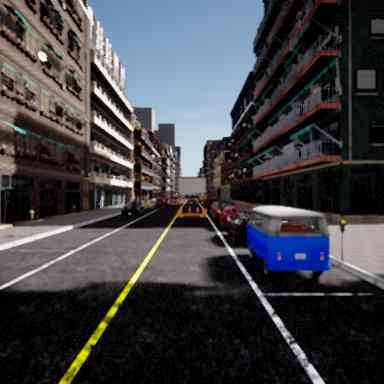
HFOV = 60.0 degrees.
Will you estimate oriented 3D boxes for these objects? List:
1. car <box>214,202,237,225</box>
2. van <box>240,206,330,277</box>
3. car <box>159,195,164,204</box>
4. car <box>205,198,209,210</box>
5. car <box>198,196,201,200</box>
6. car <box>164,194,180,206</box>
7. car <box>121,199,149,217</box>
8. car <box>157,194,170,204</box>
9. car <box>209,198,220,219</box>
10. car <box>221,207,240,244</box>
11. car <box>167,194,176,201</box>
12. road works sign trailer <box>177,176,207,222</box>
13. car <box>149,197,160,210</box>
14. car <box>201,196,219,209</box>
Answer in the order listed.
[{"bbox_3d":[2.686,1.588,21.357,1.887,1.381,4.507,0,0,0],"label":"car"},{"bbox_3d":[2.690,1.362,10.085,1.690,1.788,3.998,0,0,0],"label":"van"},{"bbox_3d":[-5.708,1.551,60.814,1.967,1.590,4.097,0,0,0],"label":"car"},{"bbox_3d":[2.682,1.615,32.629,2.008,1.369,4.403,0,0,0],"label":"car"},{"bbox_3d":[2.662,1.686,94.800,1.752,1.417,4.829,0,0,0],"label":"car"},{"bbox_3d":[-3.079,1.457,57.212,2.097,1.767,4.553,0,0,0],"label":"car"},{"bbox_3d":[-5.699,1.630,32.630,1.947,1.339,4.313,0,0,0],"label":"car"},{"bbox_3d":[-5.709,1.434,66.450,2.192,1.841,5.009,0,0,0],"label":"car"},{"bbox_3d":[2.684,1.494,26.994,1.967,1.590,4.097,0,0,0],"label":"car"},{"bbox_3d":[2.687,1.598,15.721,1.947,1.339,4.313,0,0,0],"label":"car"},{"bbox_3d":[-5.718,1.476,94.632,2.192,1.841,5.009,0,0,0],"label":"car"},{"bbox_3d":[-0.008,0.519,27.127,2.380,3.560,2.880,0,0,0],"label":"road works sign trailer"},{"bbox_3d":[-5.702,1.609,43.733,1.752,1.417,4.829,0,0,0],"label":"car"},{"bbox_3d":[2.680,1.399,43.903,2.192,1.841,5.009,0,0,0],"label":"car"}]
